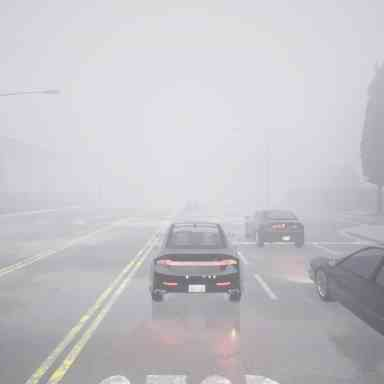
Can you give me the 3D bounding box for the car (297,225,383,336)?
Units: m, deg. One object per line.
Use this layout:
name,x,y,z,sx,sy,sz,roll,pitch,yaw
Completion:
car,3.589,1.547,5.256,2.033,1.411,5.357,0,0,0

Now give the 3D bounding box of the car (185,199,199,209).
car,0.005,1.601,44.120,1.895,1.301,4.718,0,0,0

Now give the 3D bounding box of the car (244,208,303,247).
car,3.566,1.505,15.002,1.837,1.490,4.892,0,0,0

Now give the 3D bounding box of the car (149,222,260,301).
car,0.082,1.492,8.302,2.128,1.511,4.902,0,0,0
